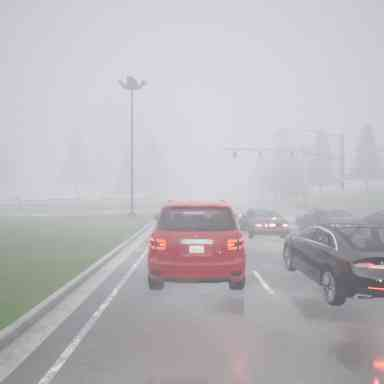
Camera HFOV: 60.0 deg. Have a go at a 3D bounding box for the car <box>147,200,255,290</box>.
[{"bbox_3d":[0.112,1.221,9.225,2.150,2.045,5.566,0,0,0],"label":"car"}]

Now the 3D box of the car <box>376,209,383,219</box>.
[{"bbox_3d":[10.636,1.563,17.535,1.994,1.385,4.181,0,0,0],"label":"car"}]

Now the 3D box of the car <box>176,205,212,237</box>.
[{"bbox_3d":[0.123,1.526,18.928,1.812,1.442,4.674,0,0,0],"label":"car"}]

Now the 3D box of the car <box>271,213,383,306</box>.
[{"bbox_3d":[3.615,1.492,8.012,2.128,1.511,4.902,0,0,0],"label":"car"}]

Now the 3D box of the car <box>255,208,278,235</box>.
[{"bbox_3d":[3.636,1.547,17.538,2.033,1.411,5.357,0,0,0],"label":"car"}]

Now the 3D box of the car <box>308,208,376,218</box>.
[{"bbox_3d":[7.137,1.547,17.653,2.033,1.411,5.357,0,0,0],"label":"car"}]
